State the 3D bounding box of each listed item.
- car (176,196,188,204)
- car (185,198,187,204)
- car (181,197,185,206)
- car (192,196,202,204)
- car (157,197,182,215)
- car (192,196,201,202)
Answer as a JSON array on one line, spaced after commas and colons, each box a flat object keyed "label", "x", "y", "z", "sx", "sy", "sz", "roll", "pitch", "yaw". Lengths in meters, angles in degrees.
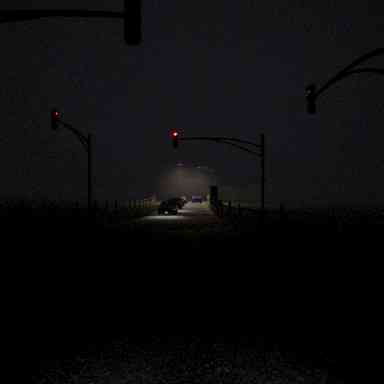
[{"label": "car", "x": -1.903, "y": 1.581, "z": 63.799, "sx": 1.994, "sy": 1.385, "sz": 4.181, "roll": 0, "pitch": 0, "yaw": 2}, {"label": "car", "x": -2.104, "y": 1.560, "z": 53.794, "sx": 2.033, "sy": 1.411, "sz": 5.357, "roll": 0, "pitch": 0, "yaw": 1}, {"label": "car", "x": -2.251, "y": 1.514, "z": 43.946, "sx": 1.837, "sy": 1.490, "sz": 4.892, "roll": 0, "pitch": 0, "yaw": 1}, {"label": "car", "x": 1.029, "y": 1.495, "z": 65.906, "sx": 1.882, "sy": 1.535, "sz": 5.008, "roll": 0, "pitch": 0, "yaw": 1}, {"label": "car", "x": -2.402, "y": 1.553, "z": 34.169, "sx": 2.033, "sy": 1.411, "sz": 5.357, "roll": 0, "pitch": 0, "yaw": 0}, {"label": "car", "x": 1.090, "y": 1.617, "z": 75.940, "sx": 1.895, "sy": 1.301, "sz": 4.718, "roll": 0, "pitch": 0, "yaw": 1}]
